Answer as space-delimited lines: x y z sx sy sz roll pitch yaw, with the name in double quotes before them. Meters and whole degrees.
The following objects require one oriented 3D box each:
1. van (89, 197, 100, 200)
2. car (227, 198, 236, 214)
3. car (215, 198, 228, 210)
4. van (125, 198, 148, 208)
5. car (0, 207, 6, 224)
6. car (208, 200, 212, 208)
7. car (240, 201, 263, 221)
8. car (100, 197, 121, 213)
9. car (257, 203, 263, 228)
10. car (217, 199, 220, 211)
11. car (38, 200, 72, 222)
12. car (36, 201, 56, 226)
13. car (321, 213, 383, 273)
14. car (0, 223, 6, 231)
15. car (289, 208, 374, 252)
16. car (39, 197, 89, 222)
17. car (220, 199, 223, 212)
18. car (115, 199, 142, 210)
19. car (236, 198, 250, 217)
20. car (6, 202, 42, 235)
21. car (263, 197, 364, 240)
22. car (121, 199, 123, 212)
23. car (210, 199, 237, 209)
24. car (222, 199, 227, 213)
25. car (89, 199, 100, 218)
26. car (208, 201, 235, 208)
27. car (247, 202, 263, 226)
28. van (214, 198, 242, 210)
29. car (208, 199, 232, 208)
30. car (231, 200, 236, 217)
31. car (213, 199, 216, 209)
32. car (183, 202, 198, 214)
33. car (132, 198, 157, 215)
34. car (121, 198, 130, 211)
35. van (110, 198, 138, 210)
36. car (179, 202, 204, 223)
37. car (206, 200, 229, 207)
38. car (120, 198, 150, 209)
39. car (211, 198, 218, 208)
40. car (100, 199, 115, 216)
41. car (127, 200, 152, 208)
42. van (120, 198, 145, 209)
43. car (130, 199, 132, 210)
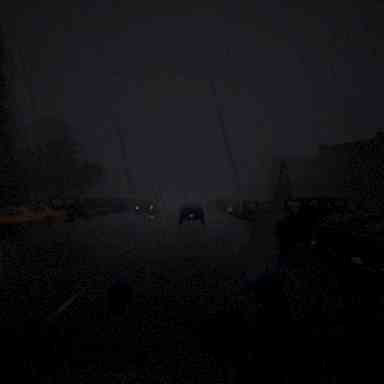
"van" -11.672 1.571 32.839 4.442 1.987 1.878 0 -1 -20
"car" 6.226 1.623 32.634 4.553 1.767 2.185 1 -1 -20
"car" 6.132 1.990 44.375 5.008 1.535 2.097 1 -1 -21
"van" -11.468 2.330 68.880 4.442 1.987 1.878 0 -1 -19
"car" -11.407 1.569 14.938 4.792 1.488 2.163 -1 -1 -20
"car" 5.827 2.166 53.115 5.366 1.575 1.946 1 -1 -21
"car" 6.320 1.601 23.837 5.008 1.535 2.097 1 -1 -20
"car" -11.647 1.670 38.862 5.566 2.045 2.435 0 -1 -20
"car" 6.537 1.533 18.033 5.366 1.575 1.946 1 -1 -20
"car" 6.155 1.930 41.441 4.892 1.521 2.231 1 -2 -21
"car" -11.662 1.638 23.835 5.366 1.575 1.946 -1 -1 -20
"car" -11.640 1.599 20.843 5.366 1.575 1.946 -1 0 -20
"car" 6.395 1.478 9.168 4.892 1.521 2.231 1 -1 -20
"car" -5.100 1.499 4.935 1.837 1.490 4.892 0 0 0
"car" 6.385 1.489 12.106 4.892 1.521 2.231 1 -1 -20
"car" -11.537 1.435 26.883 5.566 2.045 2.435 -1 -1 -20
"car" 6.186 1.869 38.509 4.892 1.521 2.231 1 -2 -21
"car" -11.466 2.239 59.930 4.553 1.767 2.185 0 -1 -19
"car" 6.276 1.519 26.769 4.553 1.767 2.185 1 -1 -20
"car" -11.277 1.561 17.981 5.366 1.575 1.946 -1 -1 -20
"car" 6.408 1.259 15.054 5.566 2.045 2.435 1 -1 -20
"car" -11.632 1.985 41.871 4.892 1.521 2.231 0 -1 -20
"car" 5.827 2.229 62.004 4.553 1.767 2.185 1 -2 -21
"car" 6.219 1.807 35.573 5.008 1.535 2.097 1 -2 -21
"car" -11.359 1.734 29.949 5.366 1.575 1.946 0 -1 -20
"car" 5.829 2.447 64.969 4.792 1.488 2.163 1 -2 -21
"car" 6.353 1.566 20.905 5.008 1.535 2.097 1 -1 -20
"van" 6.068 2.010 56.165 4.442 1.987 1.878 1 -2 -21
"car" 5.720 2.352 67.902 4.553 1.767 2.185 1 -2 -21
"car" 6.285 1.734 29.699 4.674 1.452 2.002 1 -1 -20
"car" 6.057 2.080 47.301 4.792 1.488 2.163 1 -1 -21
"car" -0.184 2.015 42.670 1.812 1.442 4.674 0 -1 -1
"car" -5.307 1.763 38.690 2.097 1.767 4.553 0 -1 0
"car" -11.666 1.797 44.879 5.566 2.045 2.435 0 -1 -20
"van" -11.649 2.077 56.879 4.442 1.987 1.878 0 -1 -19
"car" -0.034 1.658 26.992 1.882 1.535 5.008 0 -1 0
"car" 5.637 2.640 73.804 4.674 1.452 2.002 1 -1 -21
"car" -11.380 2.240 65.938 5.566 2.045 2.435 0 -2 -19
"car" 6.052 2.111 50.246 5.008 1.535 2.097 1 -1 -21
"car" -11.417 1.853 35.940 5.366 1.575 1.946 0 -2 -20
"car" -11.304 2.617 71.913 5.008 1.535 2.097 0 -1 -19
"van" -11.343 2.202 62.968 4.442 1.987 1.878 0 -2 -19
"car" -11.650 2.141 47.888 4.792 1.488 2.163 0 -1 -20
